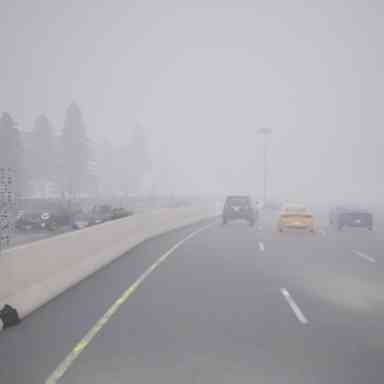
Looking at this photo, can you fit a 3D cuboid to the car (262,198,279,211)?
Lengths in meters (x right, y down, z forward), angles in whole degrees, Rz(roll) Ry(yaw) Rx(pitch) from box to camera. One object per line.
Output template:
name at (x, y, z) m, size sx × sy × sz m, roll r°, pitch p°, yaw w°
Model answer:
car at (10.131, 1.577, 41.476) m, size 1.837 × 1.490 × 4.892 m, roll 0°, pitch 0°, yaw 26°

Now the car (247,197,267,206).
car at (11.291, 1.613, 57.712) m, size 1.812 × 1.442 × 4.674 m, roll 0°, pitch 0°, yaw 33°

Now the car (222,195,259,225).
car at (3.639, 1.253, 24.504) m, size 2.150 × 2.045 × 5.566 m, roll 0°, pitch 0°, yaw 15°

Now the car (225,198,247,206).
car at (7.783, 1.669, 58.727) m, size 1.895 × 1.301 × 4.718 m, roll 0°, pitch 0°, yaw 33°

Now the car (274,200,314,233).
car at (6.205, 1.520, 20.321) m, size 1.882 × 1.535 × 5.008 m, roll 0°, pitch 0°, yaw 13°

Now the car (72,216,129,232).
car at (-5.026, 1.473, 18.883) m, size 2.128 × 1.511 × 4.902 m, roll 0°, pitch 0°, yaw 12°

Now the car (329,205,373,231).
car at (10.056, 1.541, 21.369) m, size 1.882 × 1.535 × 5.008 m, roll 0°, pitch 0°, yaw 14°
